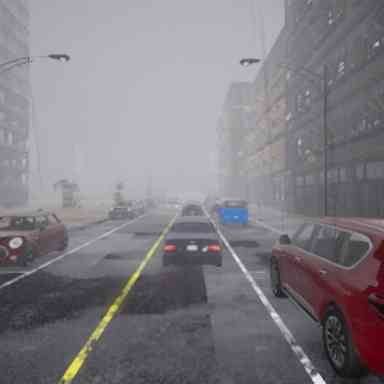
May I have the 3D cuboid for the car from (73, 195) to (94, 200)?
[{"bbox_3d":[-26.375,1.321,79.280,4.097,1.590,1.967,0,0,1],"label":"car"}]

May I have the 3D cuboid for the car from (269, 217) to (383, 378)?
[{"bbox_3d":[2.704,1.308,5.436,2.192,1.841,5.009,1,0,0],"label":"car"}]

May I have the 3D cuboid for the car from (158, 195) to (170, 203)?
[{"bbox_3d":[-5.644,1.408,67.512,1.887,1.381,4.507,1,0,0],"label":"car"}]

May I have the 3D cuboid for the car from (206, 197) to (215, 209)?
[{"bbox_3d":[2.702,1.491,33.670,1.887,1.381,4.507,1,0,0],"label":"car"}]

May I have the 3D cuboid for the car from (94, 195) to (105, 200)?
[{"bbox_3d":[-25.197,1.543,87.902,4.313,1.339,1.947,0,0,1],"label":"car"}]

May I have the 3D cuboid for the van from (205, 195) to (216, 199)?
[{"bbox_3d":[2.705,1.263,44.961,1.690,1.788,3.998,1,0,0],"label":"van"}]

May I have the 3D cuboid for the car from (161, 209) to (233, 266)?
[{"bbox_3d":[0.027,1.532,11.373,2.033,1.411,5.357,0,0,1],"label":"car"}]

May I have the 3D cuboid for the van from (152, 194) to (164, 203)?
[{"bbox_3d":[-5.642,1.250,50.574,1.690,1.788,3.998,1,0,0],"label":"van"}]

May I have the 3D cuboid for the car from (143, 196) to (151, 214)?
[{"bbox_3d":[-5.644,1.387,33.637,1.967,1.590,4.097,1,0,0],"label":"car"}]

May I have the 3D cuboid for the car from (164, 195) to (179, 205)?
[{"bbox_3d":[-3.072,1.444,54.995,2.033,1.411,5.357,0,0,0],"label":"car"}]

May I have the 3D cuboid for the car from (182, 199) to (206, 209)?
[{"bbox_3d":[0.052,1.481,29.289,1.812,1.442,4.674,0,0,0],"label":"car"}]

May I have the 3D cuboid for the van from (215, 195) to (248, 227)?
[{"bbox_3d":[2.704,1.309,22.375,1.690,1.788,3.998,1,0,0],"label":"van"}]

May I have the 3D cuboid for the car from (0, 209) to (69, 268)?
[{"bbox_3d":[-5.682,1.426,11.053,1.967,1.590,4.097,1,0,0],"label":"car"}]

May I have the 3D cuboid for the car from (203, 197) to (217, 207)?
[{"bbox_3d":[2.702,1.474,50.607,1.947,1.339,4.313,1,0,0],"label":"car"}]

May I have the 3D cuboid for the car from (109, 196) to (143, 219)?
[{"bbox_3d":[-5.650,1.398,27.991,1.967,1.590,4.097,1,0,0],"label":"car"}]

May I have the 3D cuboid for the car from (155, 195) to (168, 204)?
[{"bbox_3d":[-5.643,1.319,61.866,1.967,1.590,4.097,1,0,0],"label":"car"}]

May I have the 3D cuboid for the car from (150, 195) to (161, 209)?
[{"bbox_3d":[-5.645,1.467,44.928,1.887,1.381,4.507,1,0,0],"label":"car"}]
